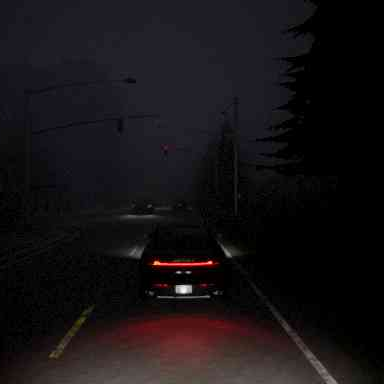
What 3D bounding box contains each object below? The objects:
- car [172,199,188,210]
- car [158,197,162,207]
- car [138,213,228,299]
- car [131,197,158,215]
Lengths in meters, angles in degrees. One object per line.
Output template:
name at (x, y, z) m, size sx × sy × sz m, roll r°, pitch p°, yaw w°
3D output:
car at (-1.572, 1.553, 42.519) m, size 1.994 × 1.385 × 4.181 m, roll 0°, pitch 0°, yaw -2°
car at (-5.571, 1.465, 50.219) m, size 1.882 × 1.535 × 5.008 m, roll 0°, pitch 0°, yaw -2°
car at (-0.228, 1.503, 8.416) m, size 1.837 × 1.490 × 4.892 m, roll 0°, pitch 0°, yaw -2°
car at (-4.977, 1.343, 34.335) m, size 2.097 × 1.767 × 4.553 m, roll 0°, pitch 0°, yaw -2°
